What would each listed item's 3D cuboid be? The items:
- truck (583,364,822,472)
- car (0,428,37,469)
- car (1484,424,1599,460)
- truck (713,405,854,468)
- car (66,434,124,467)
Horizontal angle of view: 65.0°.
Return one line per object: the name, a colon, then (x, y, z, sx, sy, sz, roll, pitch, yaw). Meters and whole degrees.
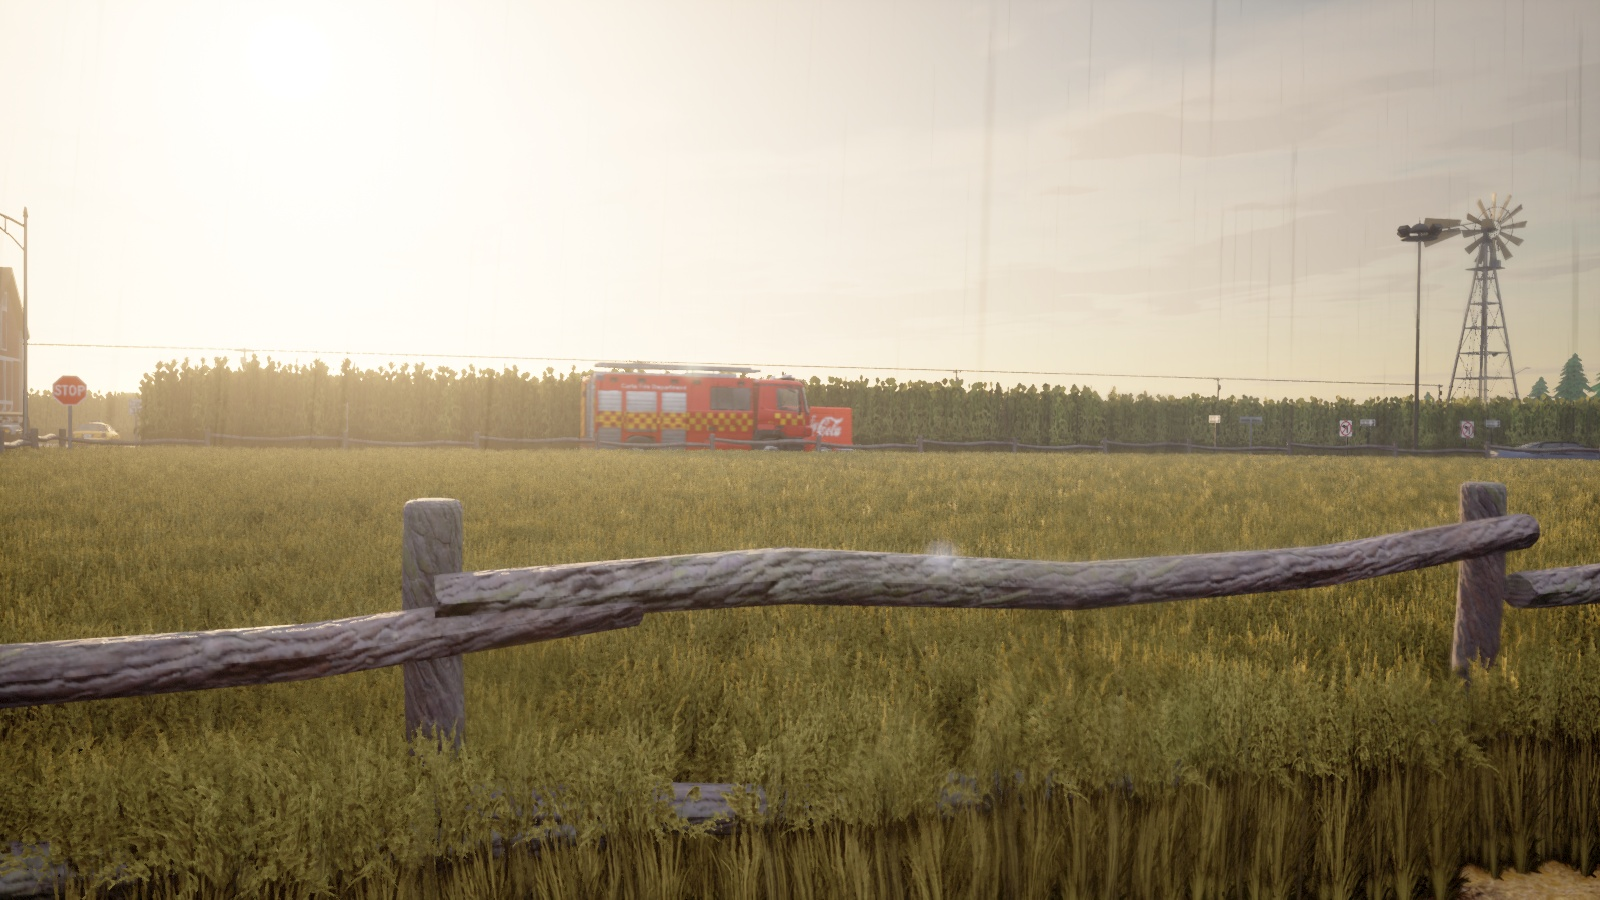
truck: (-3.663, -1.175, 47.306, 8.468, 3.827, 2.891, -1, 1, -20)
car: (-37.705, -0.075, 59.549, 1.905, 1.878, 3.866, -1, 0, -21)
car: (31.221, -0.328, 51.417, 5.357, 1.411, 2.033, 0, 1, 17)
truck: (-0.712, -0.573, 51.725, 5.204, 2.467, 2.627, -1, 1, -20)
car: (-36.469, 0.015, 65.051, 1.801, 1.575, 5.366, -1, 1, -21)
